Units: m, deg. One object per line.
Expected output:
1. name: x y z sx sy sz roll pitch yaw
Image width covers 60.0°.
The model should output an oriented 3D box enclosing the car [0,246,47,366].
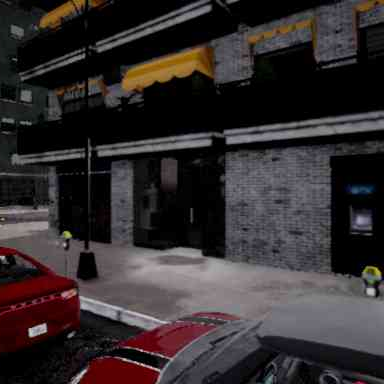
1. car: -3.689 1.551 5.351 4.507 1.381 1.887 0 0 36

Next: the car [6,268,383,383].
1. car: 0.866 1.440 2.102 4.097 1.590 1.967 0 0 36
